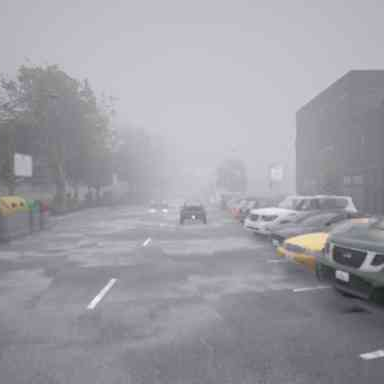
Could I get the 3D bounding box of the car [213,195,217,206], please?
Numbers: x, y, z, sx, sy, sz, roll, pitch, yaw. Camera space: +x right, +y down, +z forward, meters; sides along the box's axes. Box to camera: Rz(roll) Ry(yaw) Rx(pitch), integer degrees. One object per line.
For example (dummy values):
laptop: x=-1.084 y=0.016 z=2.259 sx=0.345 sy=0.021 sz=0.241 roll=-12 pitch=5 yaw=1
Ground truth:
car: x=5.359 y=1.409 z=40.015 sx=4.674 sy=1.452 sz=2.002 roll=1 pitch=0 yaw=-20

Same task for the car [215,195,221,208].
car: x=5.351 y=1.380 z=34.013 sx=5.008 sy=1.535 sz=2.097 roll=1 pitch=0 yaw=-20

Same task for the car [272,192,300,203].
car: x=18.302 y=1.081 z=65.057 sx=2.435 sy=2.045 sz=5.566 roll=0 pitch=1 yaw=-21

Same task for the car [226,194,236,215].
car: x=5.323 y=1.272 z=24.992 sx=4.553 sy=1.767 sz=2.185 roll=1 pitch=0 yaw=-20

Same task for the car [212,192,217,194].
car: x=5.355 y=1.101 z=49.049 sx=5.566 sy=2.045 sz=2.435 roll=1 pitch=0 yaw=-20

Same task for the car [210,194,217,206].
car: x=5.173 y=1.358 z=42.956 sx=5.366 sy=1.575 sz=1.946 roll=1 pitch=0 yaw=-20

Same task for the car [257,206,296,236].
car: x=5.307 y=1.462 z=12.976 sx=4.792 sy=1.488 sz=2.163 roll=1 pitch=0 yaw=-20

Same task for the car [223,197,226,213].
car: x=5.358 y=1.432 z=28.001 sx=4.674 sy=1.452 sz=2.002 roll=1 pitch=0 yaw=-20

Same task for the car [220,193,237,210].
car: x=5.393 y=1.260 z=31.009 sx=4.553 sy=1.767 sz=2.185 roll=1 pitch=0 yaw=-20

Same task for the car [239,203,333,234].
car: x=5.320 y=1.443 z=18.977 sx=4.792 sy=1.488 sz=2.163 roll=1 pitch=0 yaw=-20

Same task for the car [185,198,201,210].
car: x=0.084 y=1.481 z=41.546 sx=1.895 sy=1.301 sz=4.718 roll=0 pitch=0 yaw=0

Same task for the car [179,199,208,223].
car: x=0.091 y=1.418 z=24.631 sx=1.837 sy=1.490 sz=4.892 roll=0 pitch=0 yaw=0

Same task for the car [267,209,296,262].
car: x=5.156 y=1.438 z=9.918 sx=5.366 sy=1.575 sz=1.946 roll=1 pitch=0 yaw=-20

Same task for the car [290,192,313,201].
car: x=26.963 y=1.058 z=82.247 sx=2.435 sy=2.045 sz=5.566 roll=1 pitch=-1 yaw=-22

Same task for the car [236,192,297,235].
car: x=5.318 y=1.171 z=15.976 sx=5.566 sy=2.045 sz=2.435 roll=1 pitch=0 yaw=-20

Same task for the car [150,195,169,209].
car: x=-4.159 y=1.228 z=42.899 sx=2.097 sy=1.767 sz=4.553 roll=0 pitch=0 yaw=0

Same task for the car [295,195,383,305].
car: x=5.315 y=1.204 z=6.960 sx=5.566 sy=2.045 sz=2.435 roll=1 pitch=1 yaw=-20

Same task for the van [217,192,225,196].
van: x=5.469 y=1.150 z=37.057 sx=4.442 sy=1.987 sz=1.878 roll=1 pitch=0 yaw=-20

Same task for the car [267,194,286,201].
car: x=20.880 y=1.337 z=82.121 sx=2.163 sy=1.488 sz=4.792 roll=0 pitch=-1 yaw=-21

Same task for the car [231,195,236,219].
car: x=5.319 y=1.279 z=21.991 sx=4.553 sy=1.767 sz=2.185 roll=1 pitch=0 yaw=-20

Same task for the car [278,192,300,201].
car: x=23.903 y=1.057 z=82.206 sx=2.435 sy=2.045 sz=5.566 roll=0 pitch=-1 yaw=-21
